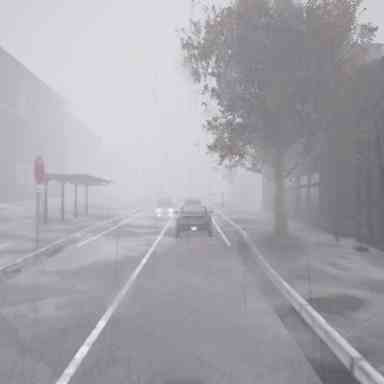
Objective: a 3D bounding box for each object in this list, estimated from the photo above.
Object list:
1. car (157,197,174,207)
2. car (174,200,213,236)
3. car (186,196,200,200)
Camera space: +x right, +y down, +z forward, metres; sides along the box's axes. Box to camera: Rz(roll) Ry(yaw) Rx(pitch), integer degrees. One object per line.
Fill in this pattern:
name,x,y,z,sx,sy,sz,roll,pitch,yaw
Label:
car,-3.434,1.274,43.523,1.895,1.301,4.718,0,1,0
car,0.098,1.447,18.135,1.837,1.490,4.892,0,0,0
car,0.078,1.257,36.200,1.837,1.490,4.892,0,1,0
